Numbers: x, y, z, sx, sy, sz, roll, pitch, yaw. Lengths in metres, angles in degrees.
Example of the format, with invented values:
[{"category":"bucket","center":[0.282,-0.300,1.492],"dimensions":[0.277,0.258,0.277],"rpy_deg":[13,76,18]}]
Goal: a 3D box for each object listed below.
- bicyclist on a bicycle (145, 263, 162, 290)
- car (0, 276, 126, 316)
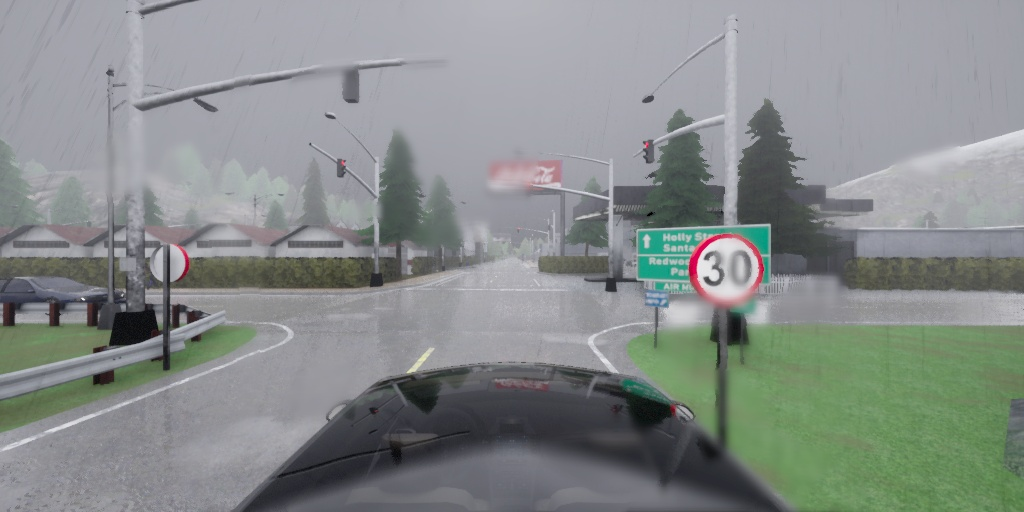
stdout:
[{"category":"bicyclist on a bicycle","center":[-21.677,1.244,21.354],"dimensions":[0.582,1.620,1.656],"rpy_deg":[0,0,1]},{"category":"car","center":[-18.324,1.489,13.794],"dimensions":[5.357,1.411,2.033],"rpy_deg":[0,0,-2]}]
